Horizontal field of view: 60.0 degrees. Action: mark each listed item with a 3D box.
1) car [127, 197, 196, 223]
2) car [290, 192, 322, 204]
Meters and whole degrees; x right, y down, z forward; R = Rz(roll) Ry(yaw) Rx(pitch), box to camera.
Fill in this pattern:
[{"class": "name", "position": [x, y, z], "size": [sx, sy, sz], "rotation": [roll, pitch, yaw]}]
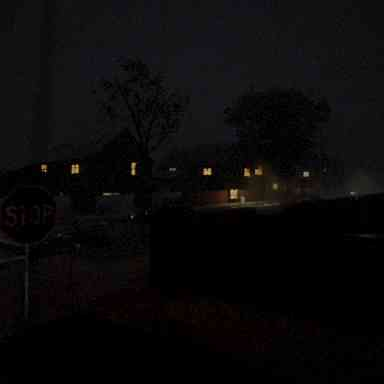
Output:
[{"class": "car", "position": [-1.790, 1.112, 20.641], "size": [2.128, 1.511, 4.902], "rotation": [1, 2, 41]}, {"class": "car", "position": [13.166, 0.667, 38.038], "size": [2.033, 1.411, 5.357], "rotation": [1, 2, 41]}]
